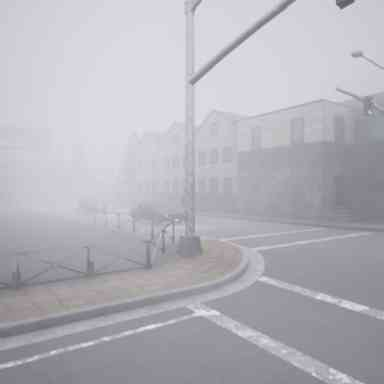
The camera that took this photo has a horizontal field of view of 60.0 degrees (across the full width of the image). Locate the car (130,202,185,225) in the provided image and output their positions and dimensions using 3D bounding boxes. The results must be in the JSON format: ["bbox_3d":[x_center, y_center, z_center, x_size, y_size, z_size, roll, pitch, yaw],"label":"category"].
[{"bbox_3d":[-2.472,1.370,22.931,2.033,1.411,5.357,0,0,-35],"label":"car"}]

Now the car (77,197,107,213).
[{"bbox_3d":[-10.212,1.313,33.883,2.128,1.511,4.902,0,0,-35],"label":"car"}]
